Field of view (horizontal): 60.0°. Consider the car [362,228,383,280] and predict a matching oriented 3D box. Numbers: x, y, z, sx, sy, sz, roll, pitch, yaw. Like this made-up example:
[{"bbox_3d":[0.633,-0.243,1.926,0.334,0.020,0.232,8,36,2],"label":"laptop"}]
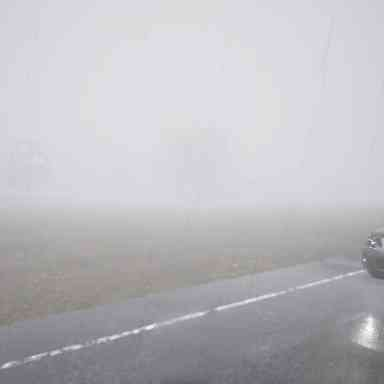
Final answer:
[{"bbox_3d":[6.836,1.228,8.867,5.566,2.045,2.150,0,0,-35],"label":"car"}]
